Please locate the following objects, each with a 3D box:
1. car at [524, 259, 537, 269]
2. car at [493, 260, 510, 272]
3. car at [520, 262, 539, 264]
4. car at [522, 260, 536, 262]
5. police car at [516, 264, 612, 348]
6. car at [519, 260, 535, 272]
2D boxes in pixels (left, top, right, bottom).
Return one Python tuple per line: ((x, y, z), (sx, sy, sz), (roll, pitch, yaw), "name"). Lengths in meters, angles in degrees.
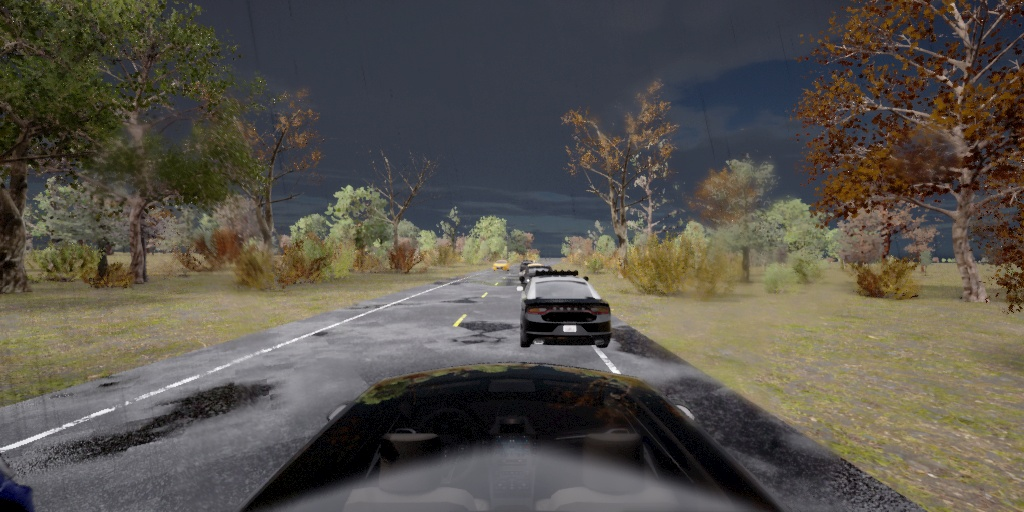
((3.220, 1.364, 60.738), (1.882, 1.535, 5.008), (0, 0, 6), "car")
((-1.385, 1.305, 48.121), (1.882, 1.535, 5.008), (0, 0, 5), "car")
((1.427, 1.262, 19.229), (1.837, 1.490, 4.892), (0, 0, 2), "car")
((1.680, 1.218, 25.387), (1.801, 1.575, 5.366), (0, 0, 3), "car")
((1.150, 1.177, 9.387), (1.930, 1.638, 5.238), (0, 0, 1), "police car")
((2.097, 1.331, 47.880), (1.837, 1.490, 4.892), (0, 0, 5), "car")
